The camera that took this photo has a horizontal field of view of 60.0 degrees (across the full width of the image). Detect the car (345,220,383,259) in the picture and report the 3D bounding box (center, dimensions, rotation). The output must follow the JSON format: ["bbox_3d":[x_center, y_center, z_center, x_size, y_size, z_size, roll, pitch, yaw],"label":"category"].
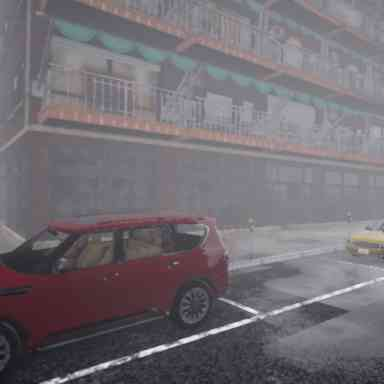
[{"bbox_3d":[7.291,1.522,11.746,4.829,1.417,1.752,0,1,-35],"label":"car"}]

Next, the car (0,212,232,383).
[{"bbox_3d":[-1.589,1.315,5.404,5.009,1.841,2.192,0,1,-35],"label":"car"}]
